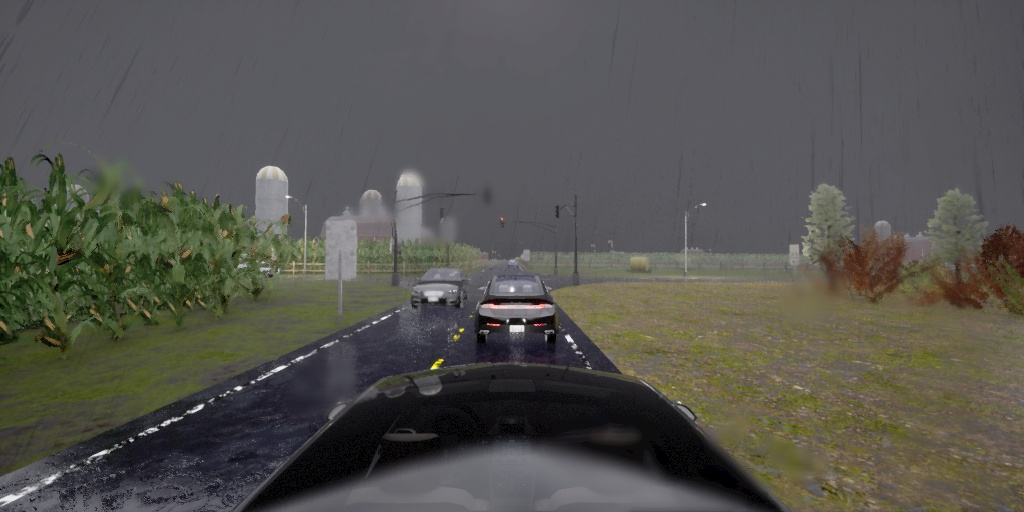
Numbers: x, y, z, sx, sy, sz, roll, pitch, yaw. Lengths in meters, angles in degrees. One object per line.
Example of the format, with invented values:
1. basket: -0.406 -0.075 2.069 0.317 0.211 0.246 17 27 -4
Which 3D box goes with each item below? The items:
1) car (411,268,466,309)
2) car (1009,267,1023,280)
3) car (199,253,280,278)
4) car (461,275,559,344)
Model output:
1. car: -2.831 1.248 15.014 2.128 1.511 4.902 0 0 -2
2. car: 48.666 1.720 33.478 4.674 1.442 1.812 1 -1 -5
3. car: -21.822 0.774 28.667 5.566 2.045 2.150 0 -1 -3
4. car: 0.101 1.245 9.623 2.128 1.511 4.902 0 0 0
